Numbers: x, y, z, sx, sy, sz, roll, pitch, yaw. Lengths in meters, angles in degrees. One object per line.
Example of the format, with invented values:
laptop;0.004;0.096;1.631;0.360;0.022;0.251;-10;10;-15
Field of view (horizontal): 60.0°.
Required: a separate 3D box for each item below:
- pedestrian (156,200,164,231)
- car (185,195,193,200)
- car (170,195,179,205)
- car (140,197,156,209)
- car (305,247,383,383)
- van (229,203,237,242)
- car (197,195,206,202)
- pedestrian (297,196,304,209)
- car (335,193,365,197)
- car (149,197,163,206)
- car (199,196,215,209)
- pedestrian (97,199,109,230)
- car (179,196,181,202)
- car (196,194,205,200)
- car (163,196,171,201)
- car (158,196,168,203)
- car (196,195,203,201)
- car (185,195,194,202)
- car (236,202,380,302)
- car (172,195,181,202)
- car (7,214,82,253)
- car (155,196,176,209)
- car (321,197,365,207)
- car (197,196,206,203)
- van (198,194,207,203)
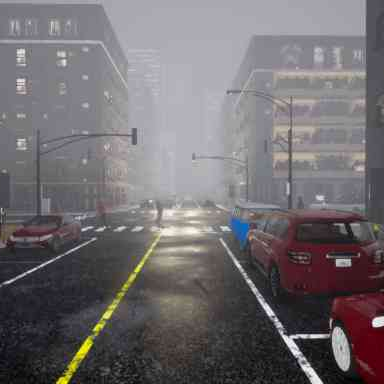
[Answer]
pedestrian;-1.812;1.292;18.827;0.375;1.860;0.375;0;0;0
car;-0.715;1.455;85.569;1.895;1.301;4.718;0;0;0
car;-3.540;1.571;54.045;1.994;1.385;4.181;0;0;-1
car;-6.080;1.569;46.043;1.947;1.339;4.313;0;0;0
car;2.667;1.544;2.652;1.887;1.381;4.507;0;0;0
van;2.572;1.340;13.708;1.690;1.788;3.998;0;0;0
car;2.255;1.571;51.625;1.947;1.339;4.313;0;0;0
pedestrian;5.894;1.140;18.185;0.375;1.860;0.375;0;0;0
car;15.484;1.031;33.350;5.009;1.841;2.192;-1;1;-1
car;-6.173;1.574;57.090;1.947;1.339;4.313;0;0;0
car;2.301;1.585;46.101;1.802;1.307;4.206;0;0;0
pedestrian;-5.205;1.292;19.403;0.375;1.860;0.375;0;0;0
car;-3.583;1.364;64.390;2.097;1.767;4.553;0;0;0
car;2.161;1.556;62.671;1.887;1.381;4.507;0;0;0
car;-6.405;1.609;84.706;1.802;1.307;4.206;0;0;0
car;-6.312;1.563;73.660;1.887;1.381;4.507;0;0;0
car;1.927;1.557;90.457;1.752;1.417;4.829;0;0;0
car;-0.631;1.536;75.533;1.812;1.442;4.674;0;0;0
car;2.618;1.314;8.180;2.192;1.841;5.009;0;0;0
car;-3.660;1.548;79.073;2.033;1.411;5.357;0;0;0
car;-5.807;1.581;13.639;1.802;1.307;4.206;0;0;0
car;-3.449;1.603;43.983;1.895;1.301;4.718;0;0;-1
car;13.373;1.368;30.739;4.718;1.301;1.895;-1;0;-1
car;2.069;1.585;73.718;1.947;1.339;4.313;0;0;0
van;2.113;1.356;68.194;1.690;1.788;3.998;0;0;0
